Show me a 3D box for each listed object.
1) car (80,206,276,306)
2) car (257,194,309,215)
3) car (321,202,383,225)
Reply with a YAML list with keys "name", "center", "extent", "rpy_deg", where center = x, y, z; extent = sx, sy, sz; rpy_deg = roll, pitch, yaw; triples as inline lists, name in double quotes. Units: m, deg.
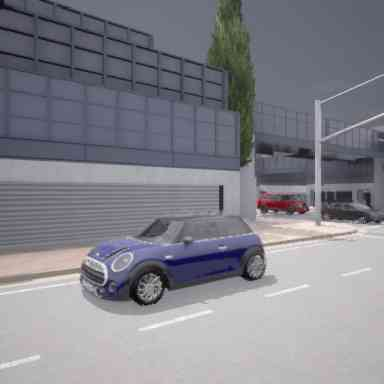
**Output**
- name: "car"
  center: [-0.312, 1.352, 8.171]
  extent: [4.553, 1.767, 2.097]
  rpy_deg: [0, 0, -37]
- name: "car"
  center: [9.204, 1.215, 34.023]
  extent: [2.150, 2.045, 5.566]
  rpy_deg: [0, 1, -35]
- name: "car"
  center: [11.703, 1.505, 24.383]
  extent: [1.837, 1.490, 4.892]
  rpy_deg: [1, 0, -31]
